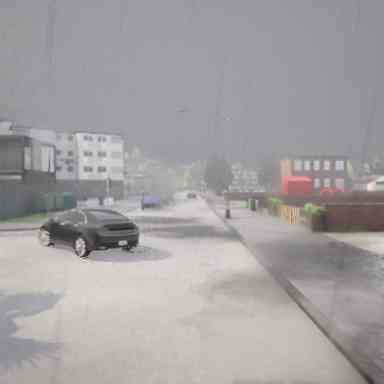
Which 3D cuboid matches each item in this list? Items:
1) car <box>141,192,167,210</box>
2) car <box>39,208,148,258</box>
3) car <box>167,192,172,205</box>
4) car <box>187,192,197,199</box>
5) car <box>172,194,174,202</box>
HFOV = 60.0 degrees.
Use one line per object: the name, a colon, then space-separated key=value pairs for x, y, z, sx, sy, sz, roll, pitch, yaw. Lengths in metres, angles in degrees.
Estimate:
car: x=-4.095 y=1.053 z=34.931 sx=1.882 sy=1.535 sz=5.008 roll=0 pitch=1 yaw=0
car: x=-3.895 y=1.352 z=12.216 sx=4.892 sy=1.490 sz=1.837 roll=0 pitch=-1 yaw=45
car: x=-4.071 y=0.939 z=44.343 sx=1.882 sy=1.535 sz=5.008 roll=0 pitch=1 yaw=0
car: x=0.001 y=0.674 z=68.551 sx=2.128 sy=1.511 sz=4.902 roll=0 pitch=1 yaw=0
car: x=-3.999 y=0.826 z=54.773 sx=2.128 sy=1.511 sz=4.902 roll=0 pitch=1 yaw=0
